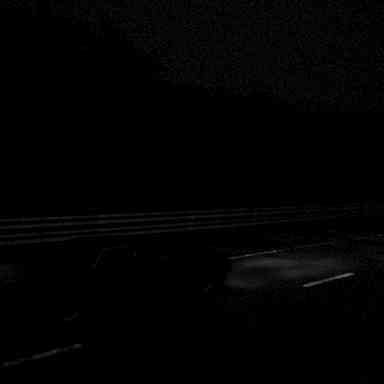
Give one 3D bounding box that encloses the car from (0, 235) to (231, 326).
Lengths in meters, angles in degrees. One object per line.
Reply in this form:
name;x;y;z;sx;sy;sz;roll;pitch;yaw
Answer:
car;-1.443;1.588;7.041;4.718;1.301;1.895;0;0;-35
